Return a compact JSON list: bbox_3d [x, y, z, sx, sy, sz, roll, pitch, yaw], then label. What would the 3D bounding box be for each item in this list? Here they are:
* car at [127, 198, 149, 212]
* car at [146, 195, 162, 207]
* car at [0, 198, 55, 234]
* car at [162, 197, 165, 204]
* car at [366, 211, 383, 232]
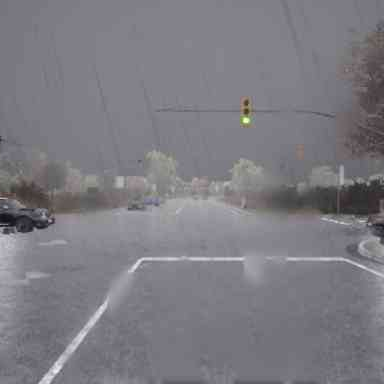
[{"bbox_3d":[-7.131,1.809,43.178,1.994,1.385,4.181,0,0,-1],"label":"car"},{"bbox_3d":[-7.107,1.561,59.056,2.150,2.045,5.566,0,-1,0],"label":"car"},{"bbox_3d":[-11.186,1.357,19.892,5.566,2.045,2.150,0,0,3],"label":"car"},{"bbox_3d":[-7.045,1.945,74.536,2.128,1.511,4.902,0,0,0],"label":"car"},{"bbox_3d":[12.277,1.634,18.578,4.674,1.442,1.812,0,0,3],"label":"car"}]
